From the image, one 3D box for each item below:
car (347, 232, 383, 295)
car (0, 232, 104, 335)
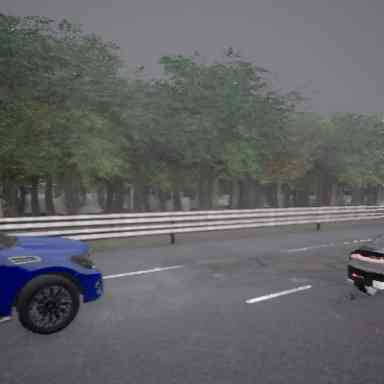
[{"bbox_3d":[5.508,1.528,7.530,4.902,1.511,2.128,0,0,-34],"label":"car"},{"bbox_3d":[-4.229,1.199,5.017,5.566,2.045,2.150,0,0,-36],"label":"car"}]
